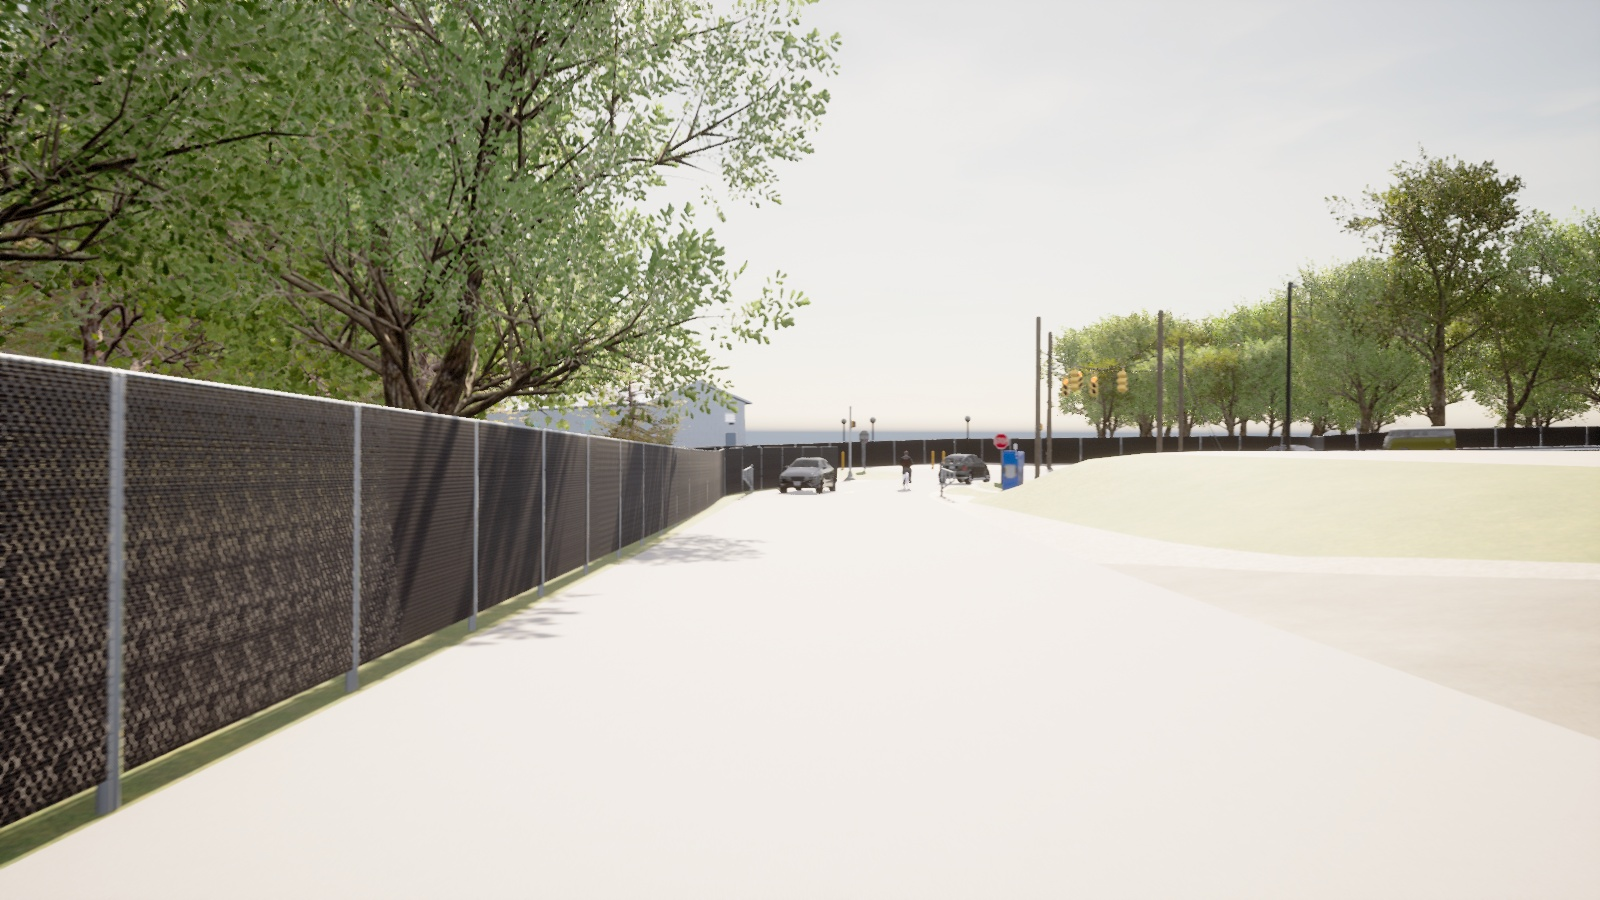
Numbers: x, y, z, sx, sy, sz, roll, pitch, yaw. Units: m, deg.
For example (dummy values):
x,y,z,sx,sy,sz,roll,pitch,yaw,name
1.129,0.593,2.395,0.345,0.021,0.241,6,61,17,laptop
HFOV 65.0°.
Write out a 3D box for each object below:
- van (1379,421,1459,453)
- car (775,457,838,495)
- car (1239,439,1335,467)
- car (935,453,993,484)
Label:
x,y,z,sx,sy,sz,roll,pitch,yaw,name
41.655,-0.881,84.620,4.442,1.987,1.775,-2,1,8,van
0.329,1.060,52.852,1.816,1.474,4.193,0,0,13,car
27.786,0.194,71.862,2.033,1.411,5.357,-1,-2,-21,car
8.630,0.930,65.885,1.789,1.549,3.705,0,1,30,car
